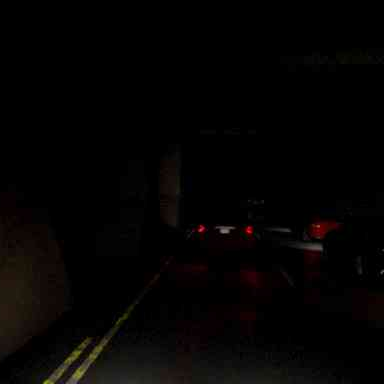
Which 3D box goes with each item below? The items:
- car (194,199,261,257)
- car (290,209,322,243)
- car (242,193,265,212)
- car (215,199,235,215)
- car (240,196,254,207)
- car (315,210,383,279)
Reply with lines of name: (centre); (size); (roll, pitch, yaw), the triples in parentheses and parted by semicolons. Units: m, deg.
car: (1.289, 1.306, 13.071); (2.097, 1.767, 4.553); (1, 0, 6)
car: (6.045, 1.558, 16.064); (1.812, 1.442, 4.674); (1, 0, 6)
car: (7.094, 1.154, 37.936); (2.150, 2.045, 5.566); (1, 0, 7)
car: (3.324, 1.483, 33.822); (1.895, 1.301, 4.718); (1, 0, 6)
car: (8.253, 1.417, 50.269); (1.812, 1.442, 4.674); (1, 0, 6)
car: (5.456, 1.558, 10.093); (1.837, 1.490, 4.892); (1, 0, 6)
